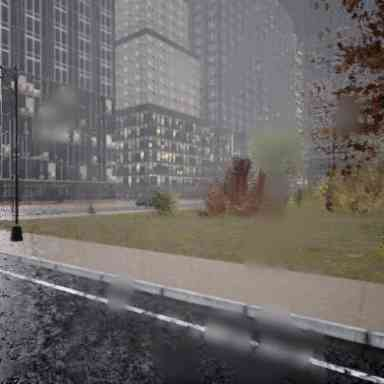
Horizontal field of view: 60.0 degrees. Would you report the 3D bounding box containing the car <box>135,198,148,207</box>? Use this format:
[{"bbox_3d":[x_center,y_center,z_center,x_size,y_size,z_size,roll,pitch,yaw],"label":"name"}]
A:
[{"bbox_3d":[-6.659,1.559,50.406,1.994,1.385,4.181,-1,-1,37],"label":"car"}]
